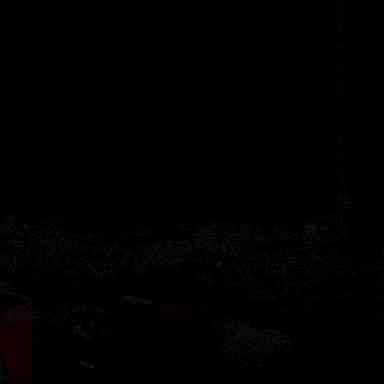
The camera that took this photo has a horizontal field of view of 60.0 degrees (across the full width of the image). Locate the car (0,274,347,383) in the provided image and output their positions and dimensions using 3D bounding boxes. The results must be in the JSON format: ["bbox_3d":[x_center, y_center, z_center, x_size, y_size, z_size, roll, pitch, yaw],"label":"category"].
[{"bbox_3d":[-0.618,1.580,3.522,4.206,1.307,1.802,0,0,36],"label":"car"}]
